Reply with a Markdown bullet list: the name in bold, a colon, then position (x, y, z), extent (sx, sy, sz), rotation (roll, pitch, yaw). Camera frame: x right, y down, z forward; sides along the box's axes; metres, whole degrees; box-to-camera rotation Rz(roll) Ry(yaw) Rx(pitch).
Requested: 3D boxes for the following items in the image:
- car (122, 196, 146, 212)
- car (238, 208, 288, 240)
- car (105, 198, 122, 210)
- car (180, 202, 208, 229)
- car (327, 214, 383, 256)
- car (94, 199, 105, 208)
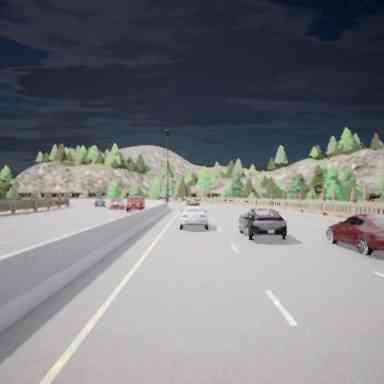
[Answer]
- **car**: position (-7.212, 1.554, 43.333), extent (2.150, 2.045, 5.566), rotation (0, -1, -2)
- **car**: position (3.619, 1.608, 17.602), extent (2.128, 1.511, 4.902), rotation (0, 0, 0)
- **car**: position (-11.223, 1.747, 49.700), extent (2.097, 1.767, 4.553), rotation (0, -1, -7)
- **car**: position (0.126, 1.684, 23.027), extent (1.812, 1.442, 4.674), rotation (0, 0, 0)
- **car**: position (7.114, 1.611, 13.368), extent (1.812, 1.442, 4.674), rotation (0, 0, 0)
- **car**: position (-16.364, 1.999, 59.374), extent (2.128, 1.511, 4.902), rotation (0, -1, -12)
